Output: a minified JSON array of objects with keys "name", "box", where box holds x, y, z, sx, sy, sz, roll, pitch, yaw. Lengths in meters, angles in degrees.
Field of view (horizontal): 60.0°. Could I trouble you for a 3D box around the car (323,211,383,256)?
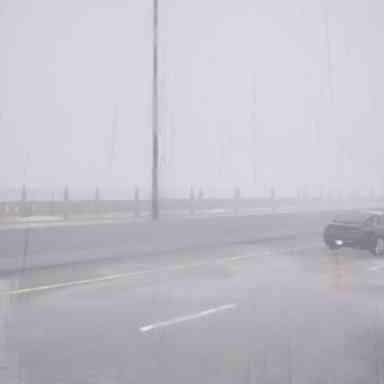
[{"name":"car","box":[7.218,1.524,13.253,4.892,1.490,1.837,-1,0,-35]}]
